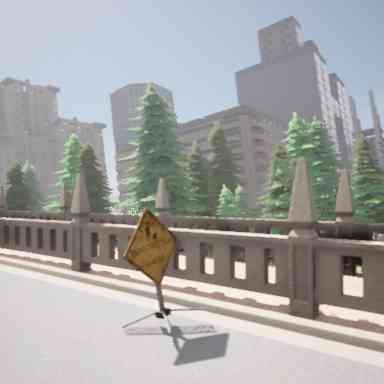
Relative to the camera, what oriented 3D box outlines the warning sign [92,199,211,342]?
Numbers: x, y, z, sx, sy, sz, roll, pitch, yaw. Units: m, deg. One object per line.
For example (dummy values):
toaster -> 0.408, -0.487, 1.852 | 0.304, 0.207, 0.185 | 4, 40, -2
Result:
warning sign -> -0.623, 1.177, 5.469 | 1.060, 1.860, 1.300 | -9, 1, 35
